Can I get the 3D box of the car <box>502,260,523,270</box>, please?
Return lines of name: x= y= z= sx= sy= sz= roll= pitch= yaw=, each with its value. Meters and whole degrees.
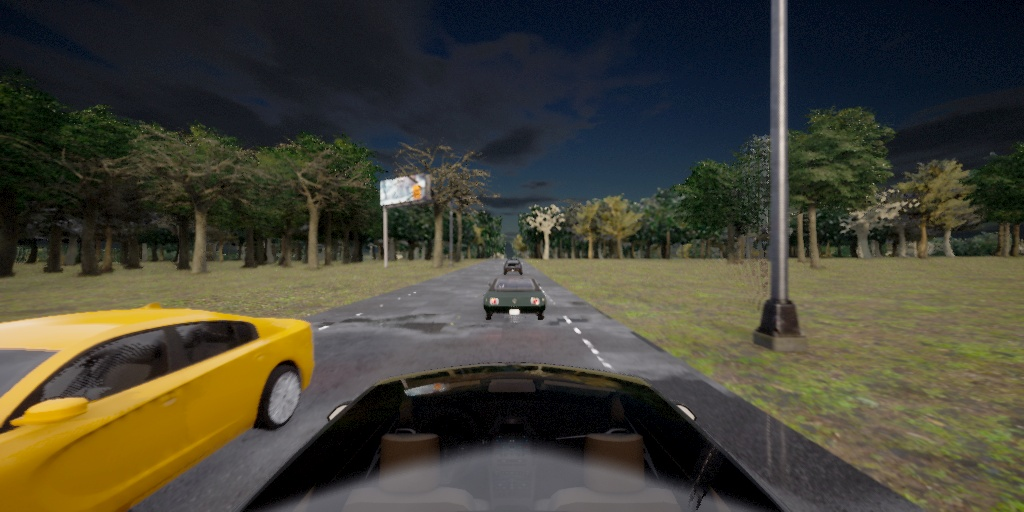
car: x=0.094 y=1.099 z=36.994 sx=1.837 sy=1.490 sz=4.892 roll=0 pitch=1 yaw=0

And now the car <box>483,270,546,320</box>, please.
car: x=0.086 y=1.356 z=12.723 sx=1.895 sy=1.301 sz=4.718 roll=0 pitch=0 yaw=0

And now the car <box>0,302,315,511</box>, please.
car: x=-3.590 y=1.230 z=2.761 sx=1.882 sy=1.535 sz=5.008 roll=0 pitch=0 yaw=0
